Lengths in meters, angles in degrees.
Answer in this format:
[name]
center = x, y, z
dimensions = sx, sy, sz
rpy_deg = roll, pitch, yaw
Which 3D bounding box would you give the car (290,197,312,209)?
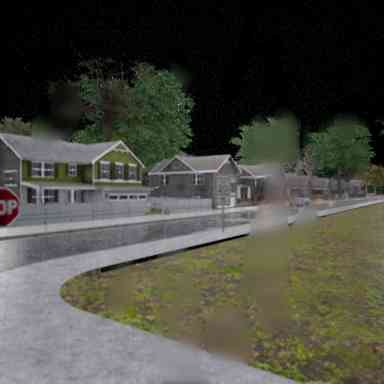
[car]
center = 15.115, 1.468, 46.075
dimensions = 1.837, 1.490, 4.892
rpy_deg = 0, 0, 35
